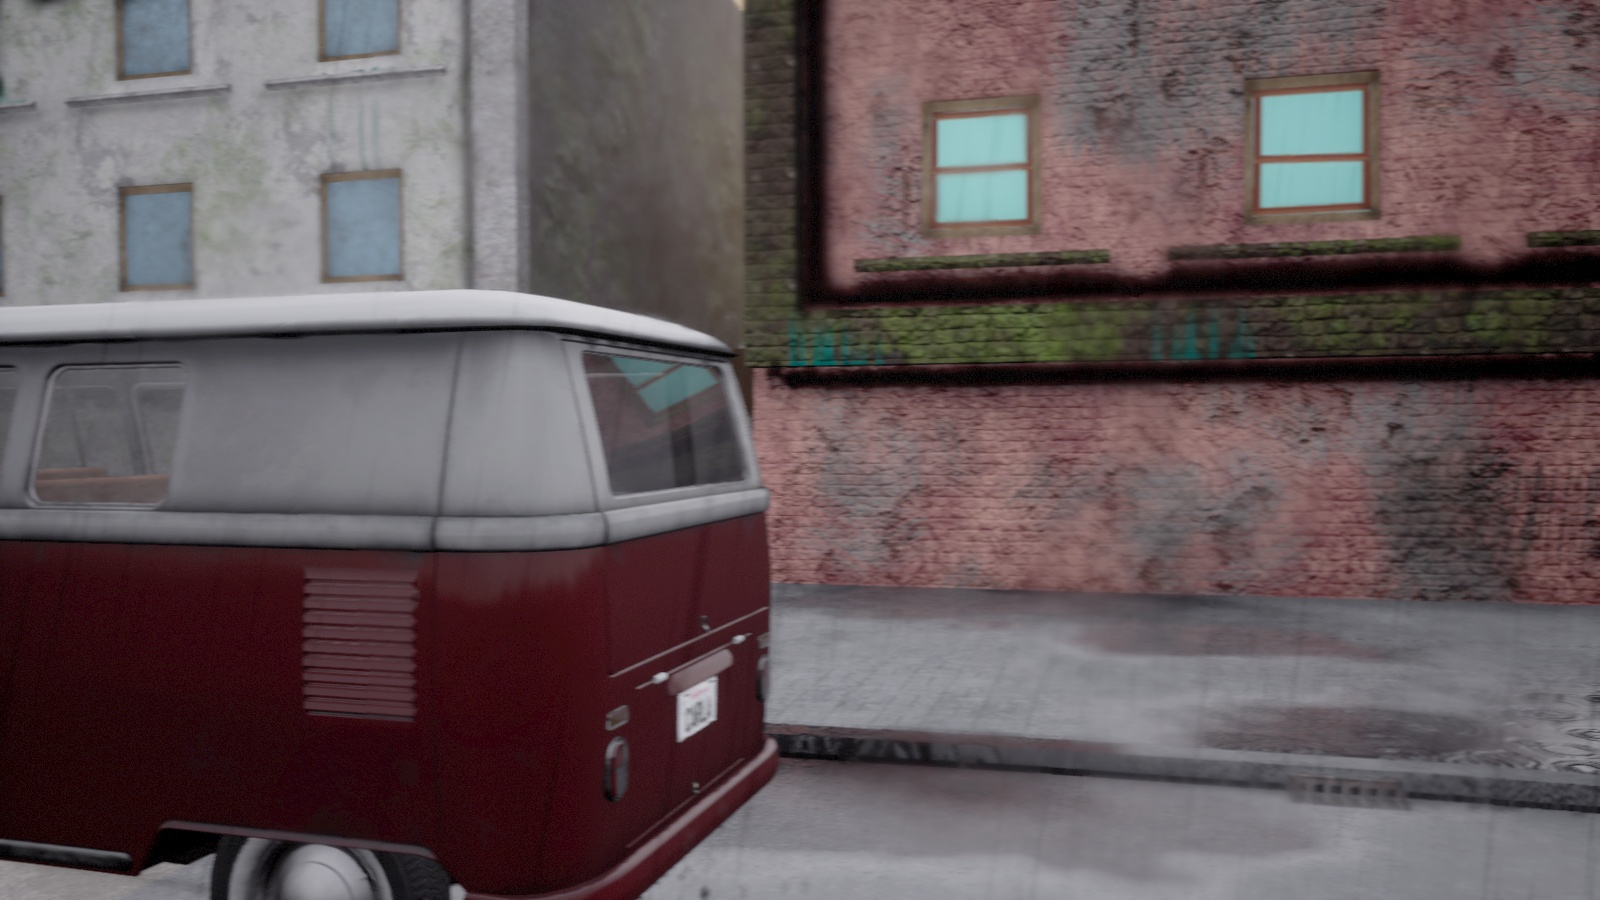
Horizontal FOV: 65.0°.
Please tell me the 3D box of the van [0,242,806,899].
[{"bbox_3d":[-2.363,0.487,4.362,4.442,1.987,1.775,0,1,17],"label":"van"}]
